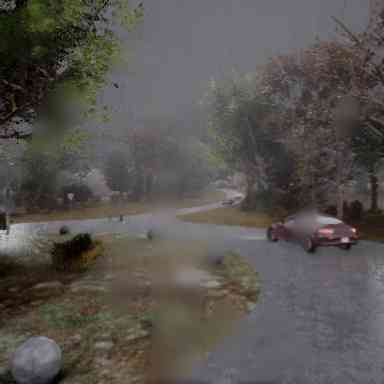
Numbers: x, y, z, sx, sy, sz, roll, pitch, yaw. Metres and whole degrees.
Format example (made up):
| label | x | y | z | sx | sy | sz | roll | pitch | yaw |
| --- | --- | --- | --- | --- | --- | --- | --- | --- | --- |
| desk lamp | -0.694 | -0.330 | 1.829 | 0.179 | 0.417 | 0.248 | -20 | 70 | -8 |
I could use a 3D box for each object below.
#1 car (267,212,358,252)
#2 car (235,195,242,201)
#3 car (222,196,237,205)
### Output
| label | x | y | z | sx | sy | sz | roll | pitch | yaw |
| --- | --- | --- | --- | --- | --- | --- | --- | --- | --- |
| car | 4.932 | 1.584 | 14.172 | 1.812 | 1.442 | 4.674 | -1 | -1 | -14 |
| car | 12.098 | 1.512 | 87.557 | 1.882 | 1.535 | 5.008 | -1 | 2 | 12 |
| car | 7.704 | 2.002 | 70.430 | 1.994 | 1.385 | 4.181 | -1 | 1 | 16 |
